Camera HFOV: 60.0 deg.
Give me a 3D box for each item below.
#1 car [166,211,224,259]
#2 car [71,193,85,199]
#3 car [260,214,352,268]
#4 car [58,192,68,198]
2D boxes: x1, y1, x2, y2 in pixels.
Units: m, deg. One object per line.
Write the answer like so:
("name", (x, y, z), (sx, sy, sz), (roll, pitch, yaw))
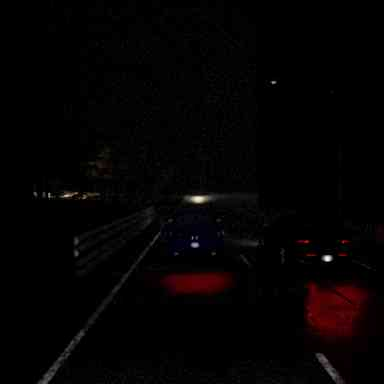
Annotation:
("car", (0.086, 1.466, 12.659), (1.882, 1.535, 5.008), (0, 0, 0))
("car", (-27.194, 0.990, 79.491), (4.181, 1.385, 1.994), (1, 1, 44))
("car", (3.585, 1.495, 11.205), (1.837, 1.490, 4.892), (0, 0, 0))
("car", (-34.033, 0.622, 86.588), (1.882, 1.535, 5.008), (0, 1, -39))
